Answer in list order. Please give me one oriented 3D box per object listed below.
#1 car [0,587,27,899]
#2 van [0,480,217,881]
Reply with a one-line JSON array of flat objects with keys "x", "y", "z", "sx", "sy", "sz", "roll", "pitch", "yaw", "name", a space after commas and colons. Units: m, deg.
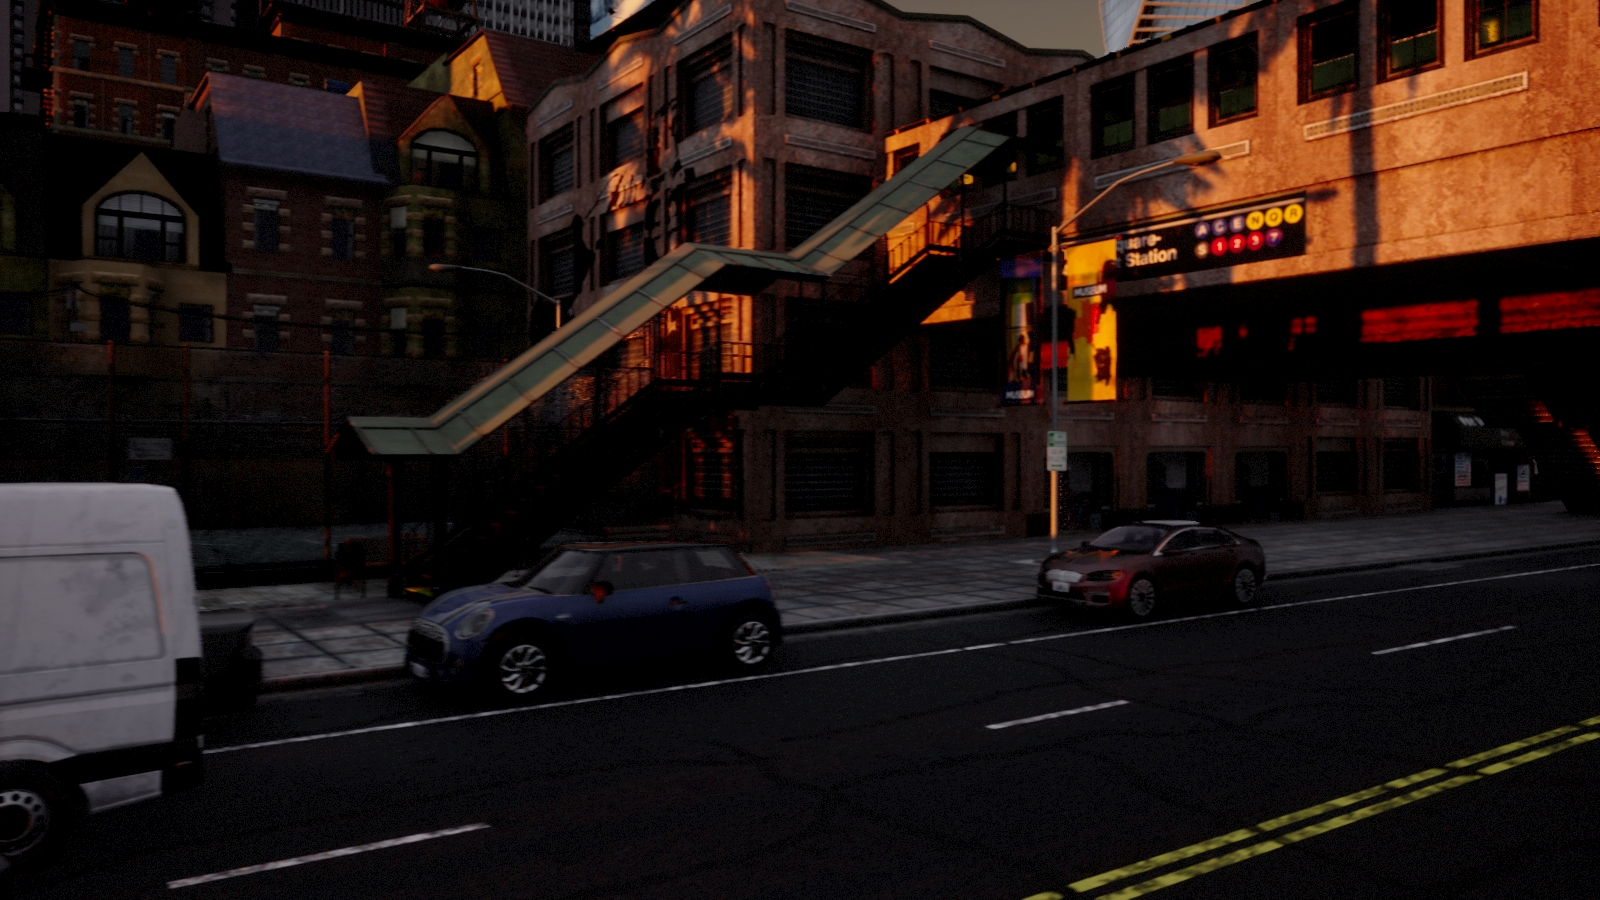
[{"x": -5.987, "y": 1.779, "z": 3.861, "sx": 5.566, "sy": 2.045, "sz": 2.150, "roll": 0, "pitch": 0, "yaw": -35, "name": "car"}, {"x": -7.172, "y": 1.534, "z": 7.304, "sx": 5.915, "sy": 2.561, "sz": 1.988, "roll": 0, "pitch": 0, "yaw": -35, "name": "van"}]
